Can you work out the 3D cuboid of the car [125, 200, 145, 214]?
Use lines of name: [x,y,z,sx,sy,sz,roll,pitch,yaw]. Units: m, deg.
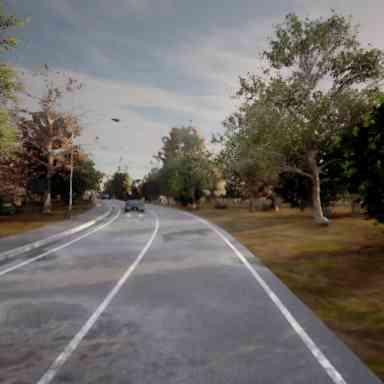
car: [-6.002,1.520,34.906,1.994,1.385,4.181,1,0,-11]
